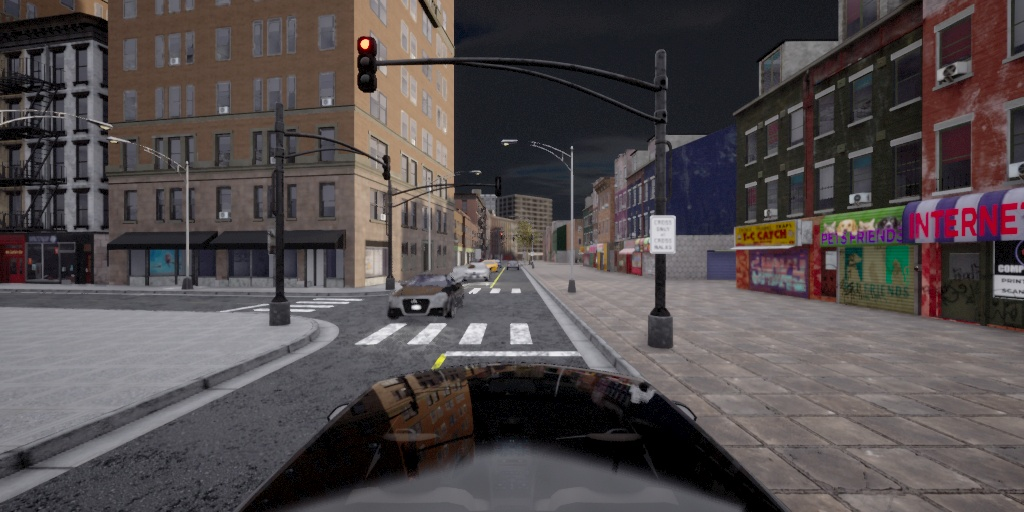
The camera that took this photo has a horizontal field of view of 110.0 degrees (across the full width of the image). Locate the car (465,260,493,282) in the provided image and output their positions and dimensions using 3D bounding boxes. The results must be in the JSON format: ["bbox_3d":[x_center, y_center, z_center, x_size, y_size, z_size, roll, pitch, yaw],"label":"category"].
[{"bbox_3d":[-2.789,1.279,29.008,1.812,1.442,4.674,0,0,0],"label":"car"}]

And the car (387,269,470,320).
[{"bbox_3d":[-2.832,1.325,12.579,1.994,1.385,4.181,0,0,0],"label":"car"}]

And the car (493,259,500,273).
[{"bbox_3d":[-2.749,1.236,43.458,1.882,1.535,5.008,0,0,0],"label":"car"}]

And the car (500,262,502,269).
[{"bbox_3d":[-2.655,1.291,58.758,1.812,1.442,4.674,0,0,1],"label":"car"}]

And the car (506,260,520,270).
[{"bbox_3d":[0.120,1.310,52.780,2.033,1.411,5.357,0,0,0],"label":"car"}]
